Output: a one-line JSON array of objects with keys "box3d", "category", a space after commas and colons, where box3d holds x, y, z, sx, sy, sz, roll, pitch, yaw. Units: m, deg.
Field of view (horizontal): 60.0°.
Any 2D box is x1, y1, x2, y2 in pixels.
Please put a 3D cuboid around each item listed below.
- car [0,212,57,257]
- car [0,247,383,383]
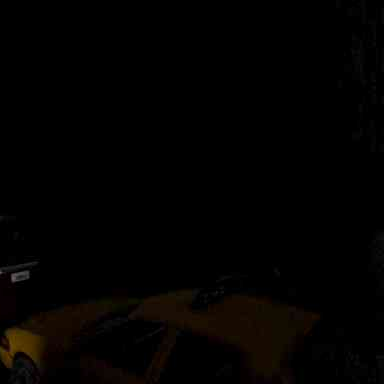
[{"box3d": [-4.445, 1.313, 6.247, 5.009, 1.841, 2.192, 0, 1, 36], "category": "car"}, {"box3d": [-0.038, 1.525, 3.100, 4.829, 1.417, 1.752, 0, 1, 36], "category": "car"}]
